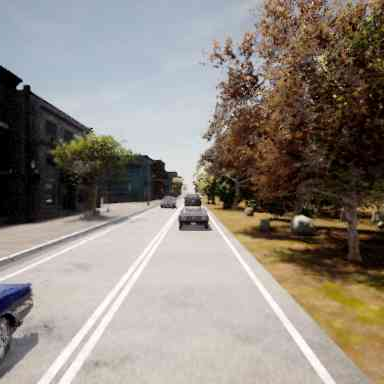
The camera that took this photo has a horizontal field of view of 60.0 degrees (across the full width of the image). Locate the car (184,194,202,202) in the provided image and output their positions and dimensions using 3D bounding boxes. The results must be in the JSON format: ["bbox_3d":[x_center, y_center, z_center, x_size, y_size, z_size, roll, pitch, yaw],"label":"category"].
[{"bbox_3d":[0.104,1.252,42.754,2.150,2.045,5.566,0,0,0],"label":"car"}]

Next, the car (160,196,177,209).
[{"bbox_3d":[-3.312,1.408,46.803,2.097,1.767,4.553,0,0,0],"label":"car"}]

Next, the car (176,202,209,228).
[{"bbox_3d":[0.101,1.603,22.114,1.895,1.301,4.718,0,0,0],"label":"car"}]

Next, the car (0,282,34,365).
[{"bbox_3d":[-3.350,1.601,2.870,1.895,1.301,4.718,0,0,0],"label":"car"}]
